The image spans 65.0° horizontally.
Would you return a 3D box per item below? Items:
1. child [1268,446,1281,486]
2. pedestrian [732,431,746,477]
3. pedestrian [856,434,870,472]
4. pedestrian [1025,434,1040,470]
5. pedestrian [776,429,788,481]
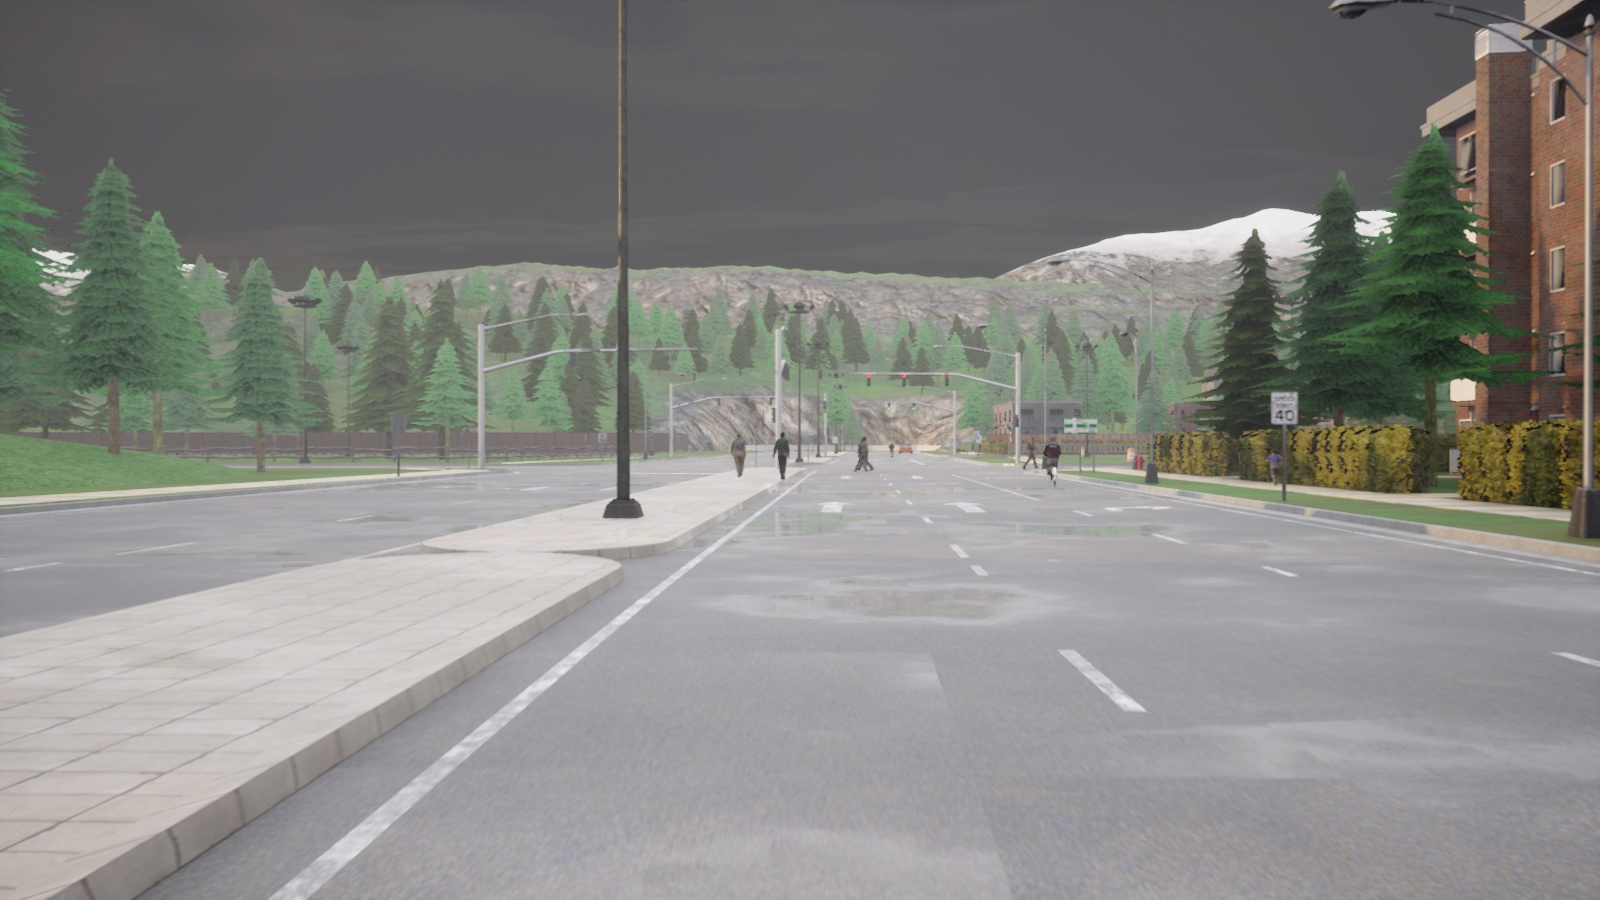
[{"bbox_3d":[15.162,0.498,40.097,0.270,1.263,0.437,0,0,4],"label":"child"},{"bbox_3d":[-2.448,0.168,50.481,0.540,1.848,0.694,0,0,2],"label":"pedestrian"},{"bbox_3d":[3.257,0.161,64.598,0.692,1.930,0.396,0,0,5],"label":"pedestrian"},{"bbox_3d":[12.127,0.108,65.550,0.720,1.854,0.376,0,0,0],"label":"pedestrian"},{"bbox_3d":[-0.686,0.181,47.658,0.423,1.949,0.788,0,0,3],"label":"pedestrian"}]
